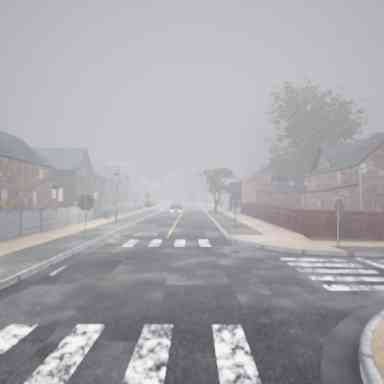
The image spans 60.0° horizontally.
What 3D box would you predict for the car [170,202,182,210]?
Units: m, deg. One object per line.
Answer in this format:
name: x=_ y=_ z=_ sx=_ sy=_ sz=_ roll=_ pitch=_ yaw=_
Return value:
car: x=-2.748 y=2.398 z=58.326 sx=1.994 sy=1.385 sz=4.181 roll=0 pitch=-1 yaw=0
